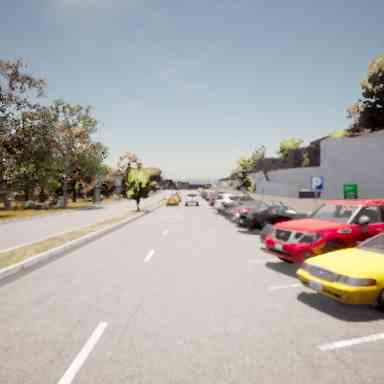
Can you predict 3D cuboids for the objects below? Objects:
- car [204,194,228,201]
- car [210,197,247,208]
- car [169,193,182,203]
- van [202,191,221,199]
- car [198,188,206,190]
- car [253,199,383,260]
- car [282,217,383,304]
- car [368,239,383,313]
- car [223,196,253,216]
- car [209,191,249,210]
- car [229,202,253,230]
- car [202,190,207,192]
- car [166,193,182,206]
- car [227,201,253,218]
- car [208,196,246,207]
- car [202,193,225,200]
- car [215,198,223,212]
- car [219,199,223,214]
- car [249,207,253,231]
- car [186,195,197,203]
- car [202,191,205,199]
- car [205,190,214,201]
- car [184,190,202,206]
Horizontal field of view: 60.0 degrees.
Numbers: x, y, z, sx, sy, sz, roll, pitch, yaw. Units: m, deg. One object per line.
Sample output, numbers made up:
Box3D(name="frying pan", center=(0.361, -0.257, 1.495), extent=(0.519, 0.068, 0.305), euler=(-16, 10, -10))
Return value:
Box3D(name="car", center=(5.049, 1.153, 70.414), extent=(4.674, 1.452, 2.002), euler=(1, 1, -20))
Box3D(name="car", center=(5.064, 1.460, 46.395), extent=(4.674, 1.452, 2.002), euler=(1, 1, -20))
Box3D(name="car", center=(-3.015, 1.086, 62.125), extent=(2.097, 1.767, 4.553), euler=(0, 1, 0))
Box3D(name="van", center=(4.945, 0.690, 85.278), extent=(4.442, 1.987, 1.878), euler=(1, 1, -20))
Box3D(name="car", center=(5.029, 0.705, 82.325), extent=(5.566, 2.045, 2.435), euler=(1, 1, -20))
Box3D(name="car", center=(5.046, 1.243, 10.349), extent=(5.566, 2.045, 2.435), euler=(1, 0, -20))
Box3D(name="car", center=(4.894, 1.483, 7.297), extent=(5.366, 1.575, 1.946), euler=(1, 0, -20))
Box3D(name="car", center=(5.242, 1.486, 4.431), extent=(5.366, 1.575, 1.946), euler=(1, 0, -20))
Box3D(name="car", center=(5.096, 1.402, 25.380), extent=(4.553, 1.767, 2.185), euler=(1, 0, -20))
Box3D(name="car", center=(5.090, 1.260, 34.392), extent=(5.566, 2.045, 2.435), euler=(1, 0, -20))
Box3D(name="car", center=(5.058, 1.518, 19.369), extent=(5.008, 1.535, 2.097), euler=(1, 0, -20))
Box3D(name="car", center=(5.025, 0.948, 73.384), extent=(4.553, 1.767, 2.185), euler=(1, 1, -20))
Box3D(name="car", center=(-3.012, 1.348, 51.732), extent=(1.882, 1.535, 5.008), euler=(0, 1, 0))
Box3D(name="car", center=(5.067, 1.564, 22.369), extent=(4.674, 1.452, 2.002), euler=(1, 0, -20))
Box3D(name="car", center=(5.230, 1.385, 49.467), extent=(5.366, 1.575, 1.946), euler=(1, 0, -20))
Box3D(name="car", center=(5.046, 0.996, 79.360), extent=(4.892, 1.521, 2.231), euler=(1, 1, -20))
Box3D(name="car", center=(5.088, 1.550, 31.394), extent=(4.792, 1.488, 2.163), euler=(1, 0, -20))
Box3D(name="car", center=(5.066, 1.570, 28.369), extent=(4.674, 1.452, 2.002), euler=(1, 0, -20))
Box3D(name="car", center=(5.040, 1.529, 13.352), extent=(4.792, 1.488, 2.163), euler=(1, 0, -20))
Box3D(name="car", center=(-0.015, 1.302, 61.796), extent=(1.994, 1.385, 4.181), euler=(0, 1, 0))
Box3D(name="car", center=(5.029, 1.182, 67.396), extent=(4.792, 1.488, 2.163), euler=(1, 1, -20))
Box3D(name="car", center=(5.037, 1.202, 43.373), extent=(5.566, 2.045, 2.435), euler=(1, 1, -20))
Box3D(name="car", center=(-0.012, 1.095, 51.401), extent=(2.150, 2.045, 5.566), euler=(0, 1, 0))
